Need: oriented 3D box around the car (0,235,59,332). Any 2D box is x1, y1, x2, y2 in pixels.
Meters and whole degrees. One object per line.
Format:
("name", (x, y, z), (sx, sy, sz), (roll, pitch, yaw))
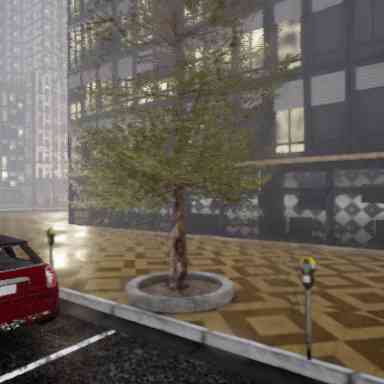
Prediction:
("car", (-4.233, 1.435, 5.910), (4.097, 1.590, 1.967), (0, -1, 36))
